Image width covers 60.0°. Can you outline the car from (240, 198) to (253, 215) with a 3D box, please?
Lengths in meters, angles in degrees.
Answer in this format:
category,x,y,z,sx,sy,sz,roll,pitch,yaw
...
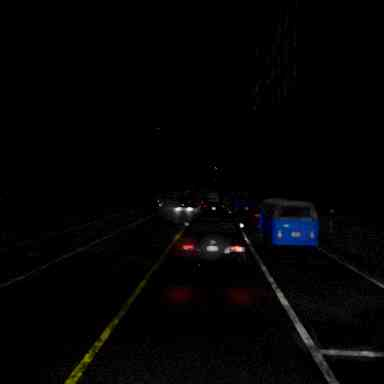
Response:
category,x,y,z,sx,sy,sz,roll,pitch,yaw
car,3.977,1.269,18.647,1.887,1.381,4.507,1,1,4

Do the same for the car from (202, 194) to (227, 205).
category,x,y,z,sx,sy,sz,roll,pitch,yaw
car,1.696,1.127,25.965,1.994,1.385,4.181,1,1,4

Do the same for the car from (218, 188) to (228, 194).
category,x,y,z,sx,sy,sz,roll,pitch,yaw
car,8.672,-0.077,89.838,1.967,1.590,4.097,1,1,4

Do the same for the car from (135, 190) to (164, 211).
category,x,y,z,sx,sy,sz,roll,pitch,yaw
car,-3.784,0.724,30.457,2.192,1.841,5.009,1,1,4

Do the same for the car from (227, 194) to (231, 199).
category,x,y,z,sx,sy,sz,roll,pitch,yaw
car,5.094,0.999,35.589,1.947,1.339,4.313,1,1,4

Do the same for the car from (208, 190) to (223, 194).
category,x,y,z,sx,sy,sz,roll,pitch,yaw
car,2.554,0.836,40.471,1.812,1.442,4.674,1,1,4

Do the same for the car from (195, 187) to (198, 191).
category,x,y,z,sx,sy,sz,roll,pitch,yaw
car,-0.196,-0.002,84.924,1.887,1.381,4.507,1,1,4

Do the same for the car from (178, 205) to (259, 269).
category,x,y,z,sx,sy,sz,roll,pitch,yaw
car,0.679,1.371,10.530,2.033,1.411,5.357,1,1,4

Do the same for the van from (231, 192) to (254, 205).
category,x,y,z,sx,sy,sz,roll,pitch,yaw
van,4.724,0.872,29.938,1.690,1.788,3.998,1,1,4

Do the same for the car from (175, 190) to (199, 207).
category,x,y,z,sx,sy,sz,roll,pitch,yaw
car,-0.722,0.880,36.924,2.033,1.411,5.357,1,1,4

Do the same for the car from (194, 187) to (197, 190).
category,x,y,z,sx,sy,sz,roll,pitch,yaw
car,-0.554,0.098,79.486,2.008,1.369,4.403,1,1,4

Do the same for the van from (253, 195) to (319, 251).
category,x,y,z,sx,sy,sz,roll,pitch,yaw
van,3.606,1.160,12.996,1.690,1.788,3.998,1,1,4

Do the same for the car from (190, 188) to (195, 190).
category,x,y,z,sx,sy,sz,roll,pitch,yaw
car,-0.924,0.170,73.878,1.752,1.417,4.829,1,1,4
